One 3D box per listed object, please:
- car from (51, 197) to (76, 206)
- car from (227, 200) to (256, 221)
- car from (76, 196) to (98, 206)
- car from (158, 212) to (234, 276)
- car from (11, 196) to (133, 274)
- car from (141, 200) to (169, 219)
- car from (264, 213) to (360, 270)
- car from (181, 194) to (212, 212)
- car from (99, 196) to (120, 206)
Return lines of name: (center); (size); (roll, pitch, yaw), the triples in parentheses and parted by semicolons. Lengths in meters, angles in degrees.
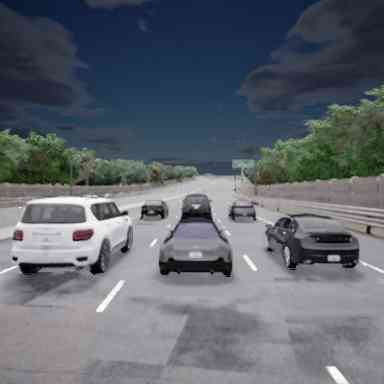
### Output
car: (-19.877, 1.430, 51.802); (1.895, 1.301, 4.718); (0, 0, 3)
car: (3.904, 1.411, 26.436); (2.128, 1.511, 4.902); (0, 0, 2)
car: (-16.359, 1.358, 52.112); (1.812, 1.442, 4.674); (0, 0, 3)
car: (0.127, 1.520, 10.215); (1.994, 1.385, 4.181); (0, 0, 1)
car: (-3.370, 1.177, 10.489); (2.150, 2.045, 5.566); (0, 0, 1)
car: (-3.051, 1.386, 28.076); (1.882, 1.535, 5.008); (0, 0, 2)
car: (3.638, 1.459, 10.872); (1.837, 1.490, 4.892); (0, -1, 1)
car: (0.376, 1.142, 25.472); (2.150, 2.045, 5.566); (0, 0, 2)
car: (-12.855, 1.400, 52.191); (1.994, 1.385, 4.181); (0, 0, 3)
